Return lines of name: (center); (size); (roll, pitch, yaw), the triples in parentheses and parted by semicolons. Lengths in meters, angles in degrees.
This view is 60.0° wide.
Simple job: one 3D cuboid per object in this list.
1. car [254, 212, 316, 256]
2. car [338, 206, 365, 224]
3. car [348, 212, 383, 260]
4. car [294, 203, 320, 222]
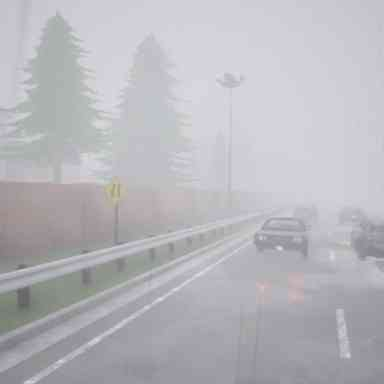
car: (3.941, 1.703, 13.806); (1.895, 1.301, 4.718); (0, 0, 22)
car: (12.798, 1.812, 26.544); (1.994, 1.385, 4.181); (0, 0, 22)
car: (7.250, 1.693, 12.649); (1.994, 1.385, 4.181); (0, 0, 22)
car: (9.878, 1.706, 28.654); (1.882, 1.535, 5.008); (0, 0, 22)
